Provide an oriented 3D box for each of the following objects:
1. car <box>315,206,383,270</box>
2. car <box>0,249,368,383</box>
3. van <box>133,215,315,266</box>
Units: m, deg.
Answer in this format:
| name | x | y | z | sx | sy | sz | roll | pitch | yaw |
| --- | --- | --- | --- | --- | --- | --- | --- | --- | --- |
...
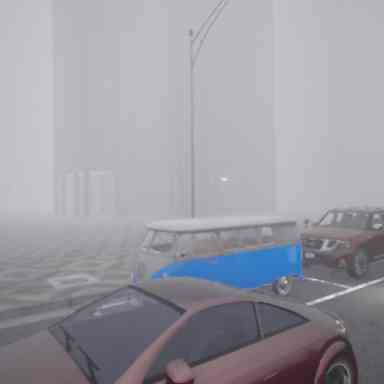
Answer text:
| name | x | y | z | sx | sy | sz | roll | pitch | yaw |
| --- | --- | --- | --- | --- | --- | --- | --- | --- | --- |
| car | 5.223 | 1.401 | 10.541 | 5.009 | 1.841 | 2.192 | 0 | -1 | -37 |
| car | -0.273 | 1.616 | 3.155 | 4.181 | 1.385 | 1.994 | 0 | -1 | -37 |
| van | 0.661 | 1.435 | 7.163 | 3.998 | 1.788 | 1.690 | 0 | -1 | -37 |
